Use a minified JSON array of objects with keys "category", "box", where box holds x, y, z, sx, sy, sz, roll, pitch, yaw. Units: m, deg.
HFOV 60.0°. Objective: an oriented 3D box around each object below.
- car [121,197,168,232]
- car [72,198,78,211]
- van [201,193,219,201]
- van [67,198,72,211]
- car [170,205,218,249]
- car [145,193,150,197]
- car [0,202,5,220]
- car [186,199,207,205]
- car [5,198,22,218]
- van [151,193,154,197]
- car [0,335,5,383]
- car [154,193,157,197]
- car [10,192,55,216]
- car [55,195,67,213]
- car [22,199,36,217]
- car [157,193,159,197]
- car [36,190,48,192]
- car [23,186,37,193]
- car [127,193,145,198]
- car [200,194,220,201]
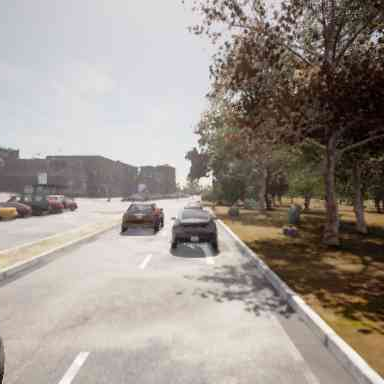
[{"category":"car","box":[-2.897,1.399,20.500,2.097,1.767,4.553,0,0,0]},{"category":"car","box":[-16.628,1.520,41.660,4.553,1.767,2.185,-1,0,-19]},{"category":"van","box":[4.278,1.297,82.065,4.442,1.987,1.878,1,0,-14]},{"category":"van","box":[-16.603,1.403,38.683,4.442,1.987,1.878,-1,-1,-19]},{"category":"car","box":[0.102,1.525,14.713,1.837,1.490,4.892,0,-1,0]},{"category":"car","box":[-13.805,1.571,82.459,5.366,1.575,1.946,-1,-1,-15]},{"category":"car","box":[-16.820,1.302,23.597,5.566,2.045,2.435,-1,0,-20]},{"category":"car","box":[0.137,1.651,31.958,2.033,1.411,5.357,0,0,0]},{"category":"car","box":[-16.960,1.568,26.546,5.366,1.575,1.946,-1,0,-20]},{"category":"van","box":[-13.247,1.369,88.452,4.442,1.987,1.878,-1,-1,-14]},{"category":"car","box":[-2.899,1.505,1.587,1.837,1.490,4.892,0,0,0]},{"category":"car","box":[-13.019,1.607,91.422,4.892,1.521,2.231,-1,-1,-14]},{"category":"car","box":[-16.791,1.348,32.611,5.566,2.045,2.435,-1,0,-20]},{"category":"car","box":[-16.719,1.363,35.647,5.566,2.045,2.435,-1,-1,-20]},{"category":"car","box":[-16.771,1.624,29.613,4.674,1.452,2.002,-1,0,-20]},{"category":"car","box":[-12.647,1.656,94.418,4.674,1.452,2.002,-1,0,-13]},{"category":"car","box":[-31.169,0.351,70.337,2.002,1.452,4.674,6,-3,-19]},{"category":"car","box":[-34.164,-0.211,70.399,2.435,2.045,5.566,6,-3,-19]},{"category":"car","box":[-14.450,1.603,79.467,4.792,1.488,2.163,-1,0,-15]},{"category":"car","box":[4.661,1.406,85.034,4.553,1.767,2.185,1,0,-14]}]
